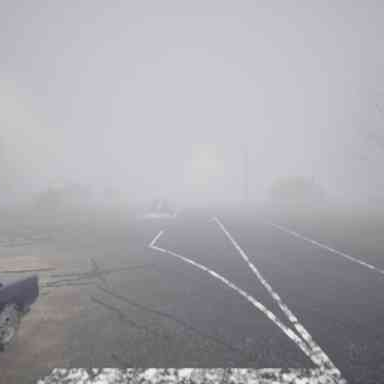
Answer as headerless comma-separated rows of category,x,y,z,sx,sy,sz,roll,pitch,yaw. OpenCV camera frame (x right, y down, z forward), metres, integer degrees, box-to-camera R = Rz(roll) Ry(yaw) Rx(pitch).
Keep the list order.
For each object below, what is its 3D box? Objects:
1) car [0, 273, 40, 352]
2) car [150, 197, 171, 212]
car,-3.499,1.589,3.359,1.895,1.301,4.718,0,0,0
car,-3.329,1.334,35.776,2.128,1.511,4.902,0,0,0
